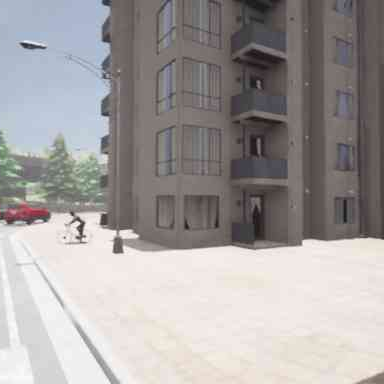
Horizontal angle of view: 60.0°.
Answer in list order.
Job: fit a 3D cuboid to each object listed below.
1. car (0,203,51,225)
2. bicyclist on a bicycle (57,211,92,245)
[{"bbox_3d":[-15.993,2.097,32.644,2.150,2.045,5.566,0,-2,1],"label":"car"},{"bbox_3d":[-5.686,1.737,16.218,1.656,1.620,0.582,1,-2,-31],"label":"bicyclist on a bicycle"}]
